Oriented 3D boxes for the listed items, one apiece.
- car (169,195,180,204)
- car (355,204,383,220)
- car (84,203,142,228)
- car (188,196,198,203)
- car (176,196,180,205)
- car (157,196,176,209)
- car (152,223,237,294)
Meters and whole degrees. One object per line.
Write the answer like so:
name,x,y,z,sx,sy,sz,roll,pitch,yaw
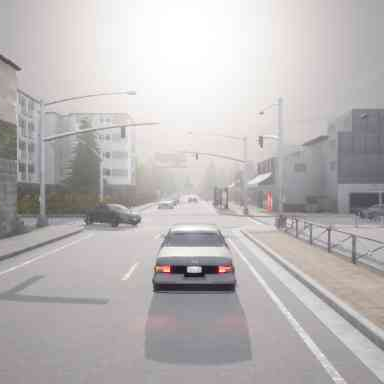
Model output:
car,-3.479,1.477,65.994,1.882,1.535,5.008,0,0,0
car,16.739,1.740,29.327,4.181,1.385,1.994,0,0,0
car,-5.354,1.531,22.382,4.892,1.490,1.837,-1,-4,41
car,0.156,1.525,68.830,1.812,1.442,4.674,0,0,0
car,-3.541,1.505,55.853,1.837,1.490,4.892,0,0,0
car,-3.561,1.526,45.849,1.812,1.442,4.674,0,0,0
car,0.067,1.547,8.944,2.033,1.411,5.357,0,0,1
